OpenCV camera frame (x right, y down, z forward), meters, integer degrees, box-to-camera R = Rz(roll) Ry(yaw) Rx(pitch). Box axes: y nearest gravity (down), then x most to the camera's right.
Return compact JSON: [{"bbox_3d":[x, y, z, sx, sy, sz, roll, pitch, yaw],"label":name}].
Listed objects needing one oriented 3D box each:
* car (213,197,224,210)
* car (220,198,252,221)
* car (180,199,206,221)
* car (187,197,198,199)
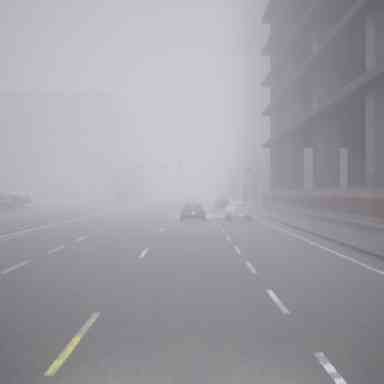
[{"bbox_3d":[3.587,1.430,40.978,1.837,1.490,4.892,0,0,0],"label":"car"},{"bbox_3d":[3.601,1.477,26.641,1.812,1.442,4.674,0,0,0],"label":"car"},{"bbox_3d":[0.074,1.516,26.533,1.994,1.385,4.181,0,0,0],"label":"car"},{"bbox_3d":[0.068,1.402,41.328,1.882,1.535,5.008,0,0,0],"label":"car"}]
